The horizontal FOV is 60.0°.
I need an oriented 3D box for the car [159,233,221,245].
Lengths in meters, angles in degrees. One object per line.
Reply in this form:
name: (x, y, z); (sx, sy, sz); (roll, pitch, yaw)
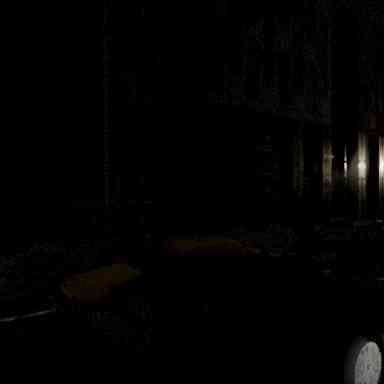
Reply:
car: (-0.165, 1.527, 6.533); (4.829, 1.417, 1.752); (0, 0, -35)

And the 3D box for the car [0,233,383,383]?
car: (0.190, 1.479, 3.514); (5.008, 1.535, 1.882); (0, 0, -35)

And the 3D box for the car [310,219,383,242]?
car: (4.534, 1.586, 9.884); (4.206, 1.307, 1.802); (0, 0, -35)
